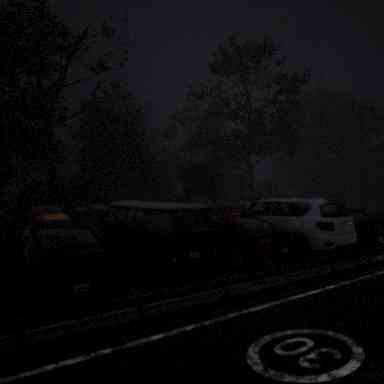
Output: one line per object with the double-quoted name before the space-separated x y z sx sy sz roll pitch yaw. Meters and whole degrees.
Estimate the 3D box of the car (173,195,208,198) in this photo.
"car" 0.272 1.259 26.685 2.435 2.045 5.566 0 0 -36

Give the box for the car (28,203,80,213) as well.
"car" -8.698 1.475 20.077 1.946 1.575 5.366 0 0 -36

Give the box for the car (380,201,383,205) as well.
"car" 12.567 1.533 19.426 2.097 1.535 5.008 0 0 -36

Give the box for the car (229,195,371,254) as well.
"car" 3.428 1.241 12.931 2.435 2.045 5.566 0 0 -36

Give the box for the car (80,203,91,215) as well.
"car" -6.537 1.486 21.844 2.097 1.535 5.008 0 0 -36

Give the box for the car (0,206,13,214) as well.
"car" -11.071 1.511 18.606 2.002 1.452 4.674 0 0 -36

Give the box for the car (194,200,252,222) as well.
"car" 2.524 1.522 28.324 2.097 1.535 5.008 0 0 -36

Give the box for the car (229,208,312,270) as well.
"car" 1.166 1.485 11.272 2.097 1.535 5.008 0 0 -36

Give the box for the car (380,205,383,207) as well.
"car" 8.019 1.539 16.144 2.163 1.488 4.792 0 0 -36

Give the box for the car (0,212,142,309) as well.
"car" -3.394 1.471 8.012 2.231 1.521 4.892 0 0 -36

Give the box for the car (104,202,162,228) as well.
"car" -4.258 1.523 23.444 2.163 1.488 4.792 0 0 -36

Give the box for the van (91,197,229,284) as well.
"van" -1.185 1.252 9.741 1.878 1.987 4.442 0 0 -36

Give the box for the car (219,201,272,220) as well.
"car" 4.687 1.573 29.874 2.002 1.452 4.674 0 0 -36

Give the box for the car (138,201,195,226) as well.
"car" -2.026 1.530 25.112 2.163 1.488 4.792 0 0 -36

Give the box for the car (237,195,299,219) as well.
"car" 7.068 1.297 31.545 2.435 2.045 5.566 0 0 -36

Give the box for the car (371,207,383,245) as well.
"car" 5.729 1.501 14.537 2.231 1.521 4.892 0 0 -36

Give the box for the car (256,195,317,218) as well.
"car" 9.233 1.313 33.094 2.435 2.045 5.566 0 0 -36
